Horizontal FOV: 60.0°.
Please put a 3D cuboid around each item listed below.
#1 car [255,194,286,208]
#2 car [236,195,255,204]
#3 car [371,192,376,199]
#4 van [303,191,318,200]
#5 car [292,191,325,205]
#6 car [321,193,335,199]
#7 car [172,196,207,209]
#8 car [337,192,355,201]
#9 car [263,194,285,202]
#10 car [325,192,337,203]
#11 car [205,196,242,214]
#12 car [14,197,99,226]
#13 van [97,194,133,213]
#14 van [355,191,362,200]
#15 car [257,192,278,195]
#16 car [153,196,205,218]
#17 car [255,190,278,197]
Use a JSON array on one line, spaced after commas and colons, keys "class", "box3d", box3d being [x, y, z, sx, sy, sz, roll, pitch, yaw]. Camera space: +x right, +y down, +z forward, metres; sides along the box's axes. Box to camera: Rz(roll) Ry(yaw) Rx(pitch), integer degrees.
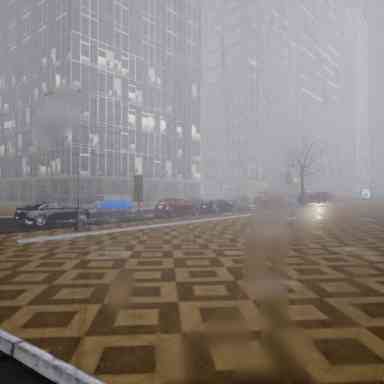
[{"class": "car", "box3d": [9.791, 1.244, 40.174, 1.802, 1.307, 4.206, 1, 1, 40]}, {"class": "car", "box3d": [7.107, 1.148, 49.952, 1.947, 1.339, 4.313, 1, 1, 40]}, {"class": "car", "box3d": [39.285, 0.848, 74.833, 2.008, 1.369, 4.403, 1, 1, 40]}, {"class": "van", "box3d": [25.543, 0.695, 71.611, 1.690, 1.788, 3.998, 1, 1, 40]}, {"class": "car", "box3d": [17.166, 0.885, 48.835, 2.192, 1.841, 5.009, 1, 1, 40]}, {"class": "car", "box3d": [32.916, 0.829, 80.280, 1.947, 1.339, 4.313, 1, 1, 40]}, {"class": "car", "box3d": [-0.272, 1.218, 41.294, 1.887, 1.381, 4.507, 1, 1, 40]}, {"class": "car", "box3d": [28.335, 0.957, 61.964, 1.752, 1.417, 4.829, 1, 1, 40]}, {"class": "car", "box3d": [14.482, 1.056, 58.617, 1.947, 1.339, 4.313, 1, 1, 40]}, {"class": "car", "box3d": [20.852, 0.840, 53.167, 2.192, 1.841, 5.009, 1, 1, 40]}, {"class": "car", "box3d": [2.468, 1.320, 31.467, 1.947, 1.339, 4.313, 1, 1, 40]}, {"class": "car", "box3d": [-9.097, 1.352, 22.138, 2.128, 1.511, 4.902, 0, 1, 40]}, {"class": "van", "box3d": [-7.729, 1.106, 32.699, 1.690, 1.788, 3.998, 1, 1, 40]}, {"class": "van", "box3d": [35.600, 0.683, 70.497, 1.690, 1.788, 3.998, 1, 1, 40]}, {"class": "car", "box3d": [11.329, 1.099, 46.052, 2.128, 1.511, 4.902, 0, 1, 41]}, {"class": "car", "box3d": [-1.175, 1.240, 27.097, 1.967, 1.590, 4.097, 1, 1, 40]}, {"class": "car", "box3d": [11.412, 0.786, 50.866, 2.150, 2.045, 5.566, 0, 1, 40]}]
